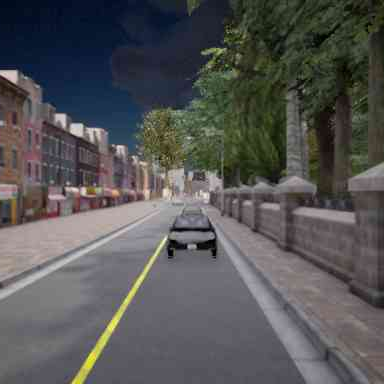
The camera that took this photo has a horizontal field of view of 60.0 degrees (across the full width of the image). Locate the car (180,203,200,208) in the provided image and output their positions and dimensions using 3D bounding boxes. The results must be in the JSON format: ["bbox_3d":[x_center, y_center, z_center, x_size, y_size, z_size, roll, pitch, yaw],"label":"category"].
[{"bbox_3d":[0.011,1.859,28.242,1.895,1.301,4.718,0,0,0],"label":"car"}]

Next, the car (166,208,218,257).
[{"bbox_3d":[0.015,1.631,13.507,2.128,1.511,4.902,0,0,0],"label":"car"}]

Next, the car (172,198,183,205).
[{"bbox_3d":[-2.782,1.832,64.344,1.812,1.442,4.674,0,0,1],"label":"car"}]
